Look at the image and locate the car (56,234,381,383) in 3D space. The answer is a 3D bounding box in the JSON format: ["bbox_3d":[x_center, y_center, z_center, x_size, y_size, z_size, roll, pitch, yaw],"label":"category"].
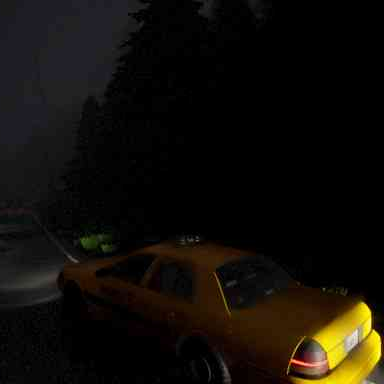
[{"bbox_3d":[-0.253,1.418,5.070,5.366,1.575,1.801,1,1,44],"label":"car"}]

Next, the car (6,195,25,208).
[{"bbox_3d":[-21.194,1.060,40.013,2.128,1.511,4.902,-2,2,-27],"label":"car"}]
